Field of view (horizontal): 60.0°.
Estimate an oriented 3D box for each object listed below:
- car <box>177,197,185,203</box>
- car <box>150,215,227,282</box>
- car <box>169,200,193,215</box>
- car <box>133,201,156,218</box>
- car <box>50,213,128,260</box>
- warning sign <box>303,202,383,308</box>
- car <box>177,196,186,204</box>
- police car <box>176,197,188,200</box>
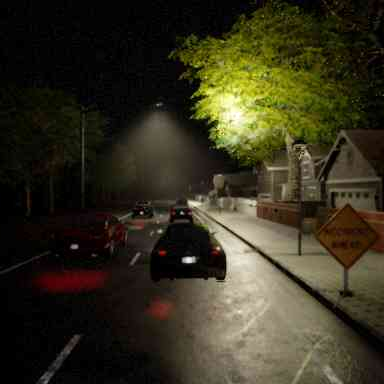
[{"bbox_3d":[-2.628,1.828,77.534,1.837,1.490,4.892,0,0,-3],"label":"car"},{"bbox_3d":[-0.128,1.606,9.962,1.994,1.385,4.181,0,0,-1],"label":"car"},{"bbox_3d":[-0.905,1.662,27.575,2.033,1.411,5.357,0,0,-3],"label":"car"},{"bbox_3d":[-4.662,1.643,32.409,1.837,1.490,4.892,0,0,-3],"label":"car"},{"bbox_3d":[-3.706,1.533,12.741,1.882,1.535,5.008,0,0,-2],"label":"car"},{"bbox_3d":[2.989,1.141,6.448,1.300,1.860,1.060,0,0,-1],"label":"warning sign"},{"bbox_3d":[-2.316,1.766,71.733,1.801,1.575,5.366,0,0,-3],"label":"car"},{"bbox_3d":[-1.774,1.698,61.669,1.930,1.638,5.238,0,0,-3],"label":"police car"}]
